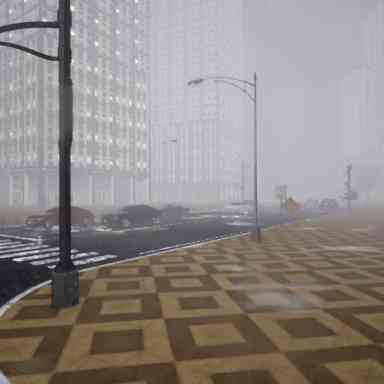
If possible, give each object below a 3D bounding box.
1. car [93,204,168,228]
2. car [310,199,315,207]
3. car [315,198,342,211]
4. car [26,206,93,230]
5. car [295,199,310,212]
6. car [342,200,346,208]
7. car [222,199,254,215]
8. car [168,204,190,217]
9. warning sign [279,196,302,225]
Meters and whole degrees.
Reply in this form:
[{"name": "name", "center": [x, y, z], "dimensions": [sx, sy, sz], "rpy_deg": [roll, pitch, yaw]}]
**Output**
[{"name": "car", "center": [-4.201, 1.618, 23.618], "dimensions": [1.882, 1.535, 5.008], "rpy_deg": [0, -1, 34]}, {"name": "car", "center": [19.101, 1.831, 52.762], "dimensions": [1.882, 1.535, 5.008], "rpy_deg": [0, 0, 31]}, {"name": "car", "center": [19.263, 1.662, 46.740], "dimensions": [2.097, 1.767, 4.553], "rpy_deg": [0, 0, 32]}, {"name": "car", "center": [-8.802, 1.658, 22.635], "dimensions": [1.812, 1.442, 4.674], "rpy_deg": [0, -1, 34]}, {"name": "car", "center": [13.880, 1.898, 44.366], "dimensions": [1.895, 1.301, 4.718], "rpy_deg": [0, -1, 33]}, {"name": "car", "center": [24.421, 1.965, 55.223], "dimensions": [1.895, 1.301, 4.718], "rpy_deg": [0, 0, 30]}, {"name": "car", "center": [5.128, 1.772, 37.310], "dimensions": [1.812, 1.442, 4.674], "rpy_deg": [0, 0, 34]}, {"name": "car", "center": [-2.246, 1.809, 32.245], "dimensions": [1.895, 1.301, 4.718], "rpy_deg": [0, -1, 34]}, {"name": "warning sign", "center": [6.804, 1.251, 22.965], "dimensions": [1.300, 1.860, 1.060], "rpy_deg": [0, 0, 34]}]
